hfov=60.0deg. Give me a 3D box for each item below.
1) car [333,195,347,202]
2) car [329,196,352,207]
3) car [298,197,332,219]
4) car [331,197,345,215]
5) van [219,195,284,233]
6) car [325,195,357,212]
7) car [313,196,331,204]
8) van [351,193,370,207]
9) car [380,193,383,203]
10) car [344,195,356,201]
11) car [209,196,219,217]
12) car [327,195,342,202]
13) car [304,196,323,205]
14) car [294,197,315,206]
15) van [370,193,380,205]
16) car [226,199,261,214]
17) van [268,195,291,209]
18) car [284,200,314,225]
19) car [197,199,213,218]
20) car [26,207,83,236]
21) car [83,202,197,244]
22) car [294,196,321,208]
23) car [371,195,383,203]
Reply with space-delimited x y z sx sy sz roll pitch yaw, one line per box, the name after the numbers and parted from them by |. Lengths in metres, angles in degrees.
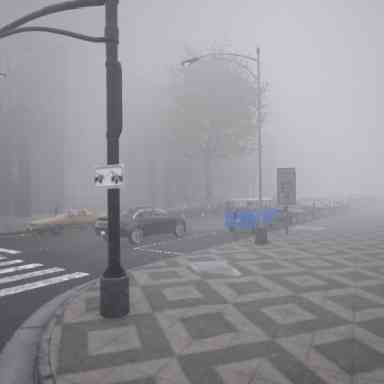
33.149 1.415 74.353 1.887 1.381 4.507 -1 -1 36 | car
21.789 1.375 48.705 2.033 1.411 5.357 -1 -1 36 | car
9.704 1.385 27.179 1.887 1.381 4.507 -1 0 36 | car
12.866 1.408 31.574 1.802 1.307 4.206 -1 0 36 | car
3.378 1.212 18.393 1.690 1.788 3.998 -1 0 36 | van
16.028 1.363 35.967 2.008 1.369 4.403 -1 0 36 | car
24.203 1.453 61.921 2.008 1.369 4.403 -1 -1 36 | car
22.348 1.127 44.756 1.690 1.788 3.998 -1 0 36 | van
31.936 1.274 58.075 1.752 1.417 4.829 -1 -1 36 | car
39.509 1.400 83.192 2.008 1.369 4.403 -1 -1 36 | car
2.575 1.307 31.872 2.192 1.841 5.009 -1 0 36 | car
29.969 1.432 69.935 2.008 1.369 4.403 -1 -1 36 | car
21.014 1.440 57.491 1.752 1.417 4.829 -1 0 36 | car
18.024 1.492 53.335 1.947 1.339 4.313 -1 0 36 | car
28.672 1.102 53.545 1.690 1.788 3.998 -1 -1 36 | van
5.668 1.529 36.163 2.008 1.369 4.403 -1 0 36 | car
11.843 1.292 44.751 1.690 1.788 3.998 -1 0 36 | van
6.542 1.422 22.785 1.947 1.339 4.313 -1 0 36 | car
-0.511 1.552 27.577 1.887 1.381 4.507 -1 0 36 | car
-6.795 1.564 18.855 1.752 1.417 4.829 -1 0 36 | car
-2.179 1.429 15.401 2.128 1.511 4.902 -1 -1 36 | car
15.947 1.386 45.724 2.128 1.511 4.902 -1 -1 36 | car
34.999 1.304 62.331 1.947 1.339 4.313 -1 -1 36 | car
